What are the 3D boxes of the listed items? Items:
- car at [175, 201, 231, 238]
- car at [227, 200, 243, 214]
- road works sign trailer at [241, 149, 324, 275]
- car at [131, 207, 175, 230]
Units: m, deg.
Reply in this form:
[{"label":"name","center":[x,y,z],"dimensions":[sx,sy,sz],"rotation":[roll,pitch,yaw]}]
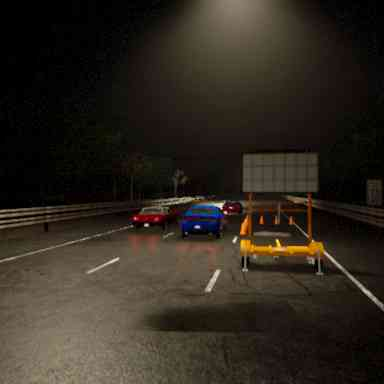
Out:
[{"label":"car","center":[0.766,1.460,17.698],"dimensions":[1.882,1.535,5.008],"rotation":[0,0,12]},{"label":"car","center":[4.229,1.526,34.507],"dimensions":[1.994,1.385,4.181],"rotation":[0,0,12]},{"label":"road works sign trailer","center":[2.773,0.455,10.588],"dimensions":[2.380,3.560,2.880],"rotation":[0,0,12]},{"label":"car","center":[-2.115,1.579,21.062],"dimensions":[1.895,1.301,4.718],"rotation":[0,0,12]}]
